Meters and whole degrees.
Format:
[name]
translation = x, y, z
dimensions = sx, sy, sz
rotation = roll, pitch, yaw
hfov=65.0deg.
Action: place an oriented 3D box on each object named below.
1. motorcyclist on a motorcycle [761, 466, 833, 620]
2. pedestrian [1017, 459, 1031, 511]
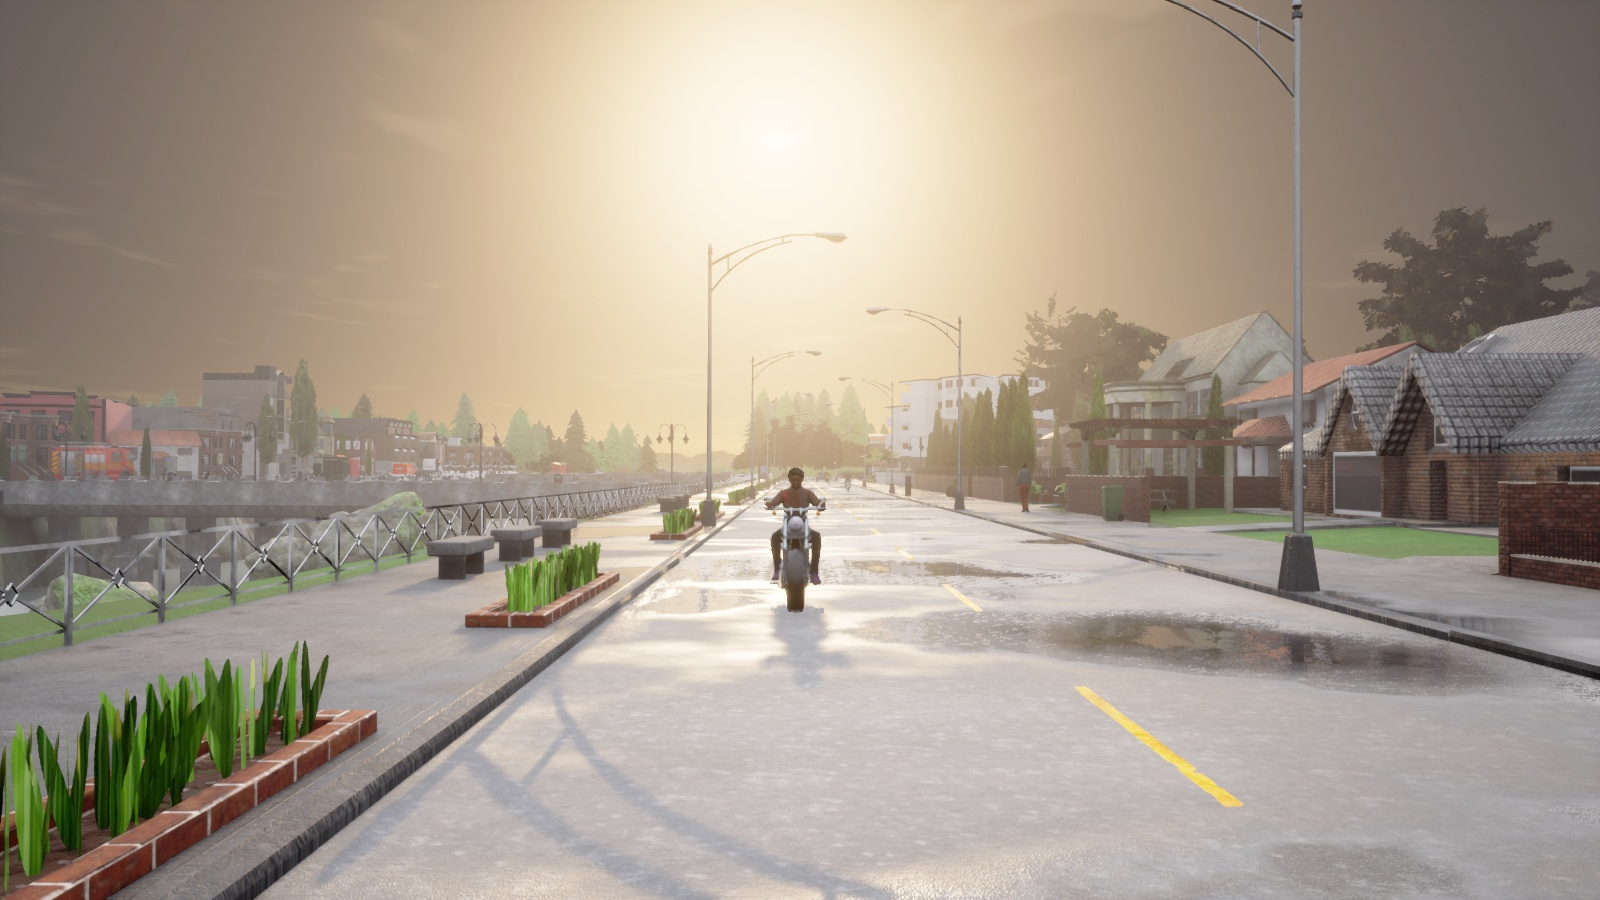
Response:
[motorcyclist on a motorcycle]
translation = -0.040, 1.011, 14.660
dimensions = 0.766, 1.649, 2.350
rotation = 0, -1, 0
[pedestrian]
translation = 8.059, 1.249, 45.163
dimensions = 0.353, 1.847, 0.614
rotation = 0, -1, -1
